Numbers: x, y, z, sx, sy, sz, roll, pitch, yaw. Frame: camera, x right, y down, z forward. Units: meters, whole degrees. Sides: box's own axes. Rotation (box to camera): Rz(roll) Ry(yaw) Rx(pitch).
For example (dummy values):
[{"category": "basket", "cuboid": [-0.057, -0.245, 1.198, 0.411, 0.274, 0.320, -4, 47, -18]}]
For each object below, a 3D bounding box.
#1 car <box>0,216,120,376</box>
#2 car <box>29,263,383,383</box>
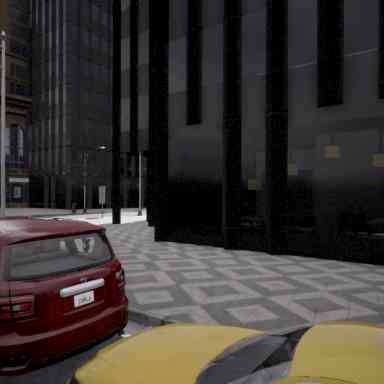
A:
[{"category": "car", "cuboid": [-3.189, 1.314, 5.228, 5.009, 1.841, 2.192, 0, 0, 35]}, {"category": "car", "cuboid": [1.092, 1.525, 2.180, 4.829, 1.417, 1.752, 0, 0, 35]}]
